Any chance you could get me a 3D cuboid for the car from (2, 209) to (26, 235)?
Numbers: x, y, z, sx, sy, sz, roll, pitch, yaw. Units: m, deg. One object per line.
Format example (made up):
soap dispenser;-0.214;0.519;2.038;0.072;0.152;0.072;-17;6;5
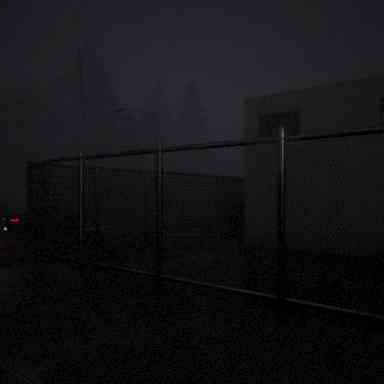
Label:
car;-7.505;1.505;17.929;1.837;1.490;4.892;0;0;35
